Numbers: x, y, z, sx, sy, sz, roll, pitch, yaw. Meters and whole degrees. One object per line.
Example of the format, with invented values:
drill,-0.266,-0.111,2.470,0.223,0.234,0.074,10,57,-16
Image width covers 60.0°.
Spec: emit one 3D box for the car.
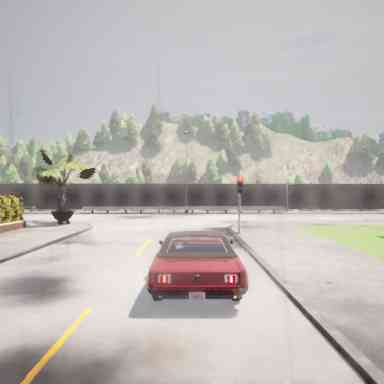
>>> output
car,0.102,1.600,8.258,1.895,1.301,4.718,0,0,0
